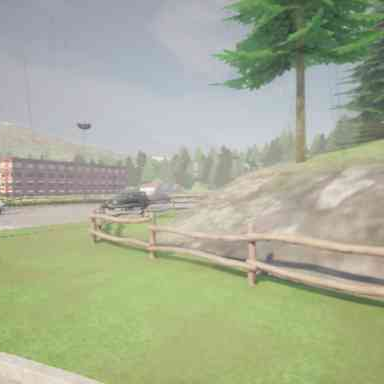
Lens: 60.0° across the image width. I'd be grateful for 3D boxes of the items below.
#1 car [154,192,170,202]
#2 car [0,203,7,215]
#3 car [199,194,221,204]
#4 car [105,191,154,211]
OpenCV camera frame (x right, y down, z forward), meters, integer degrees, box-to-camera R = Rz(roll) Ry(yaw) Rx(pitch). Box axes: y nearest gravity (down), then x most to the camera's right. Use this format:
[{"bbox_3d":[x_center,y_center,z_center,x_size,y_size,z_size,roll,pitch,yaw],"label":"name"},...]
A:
[{"bbox_3d":[-5.471,0.922,52.358,2.097,1.767,4.553,0,1,31],"label":"car"},{"bbox_3d":[-18.818,1.387,29.321,1.812,1.442,4.674,0,1,30],"label":"car"},{"bbox_3d":[2.887,1.025,52.730,1.882,1.535,5.008,0,1,30],"label":"car"},{"bbox_3d":[-6.933,0.946,35.967,2.150,2.045,5.566,0,1,30],"label":"car"}]
